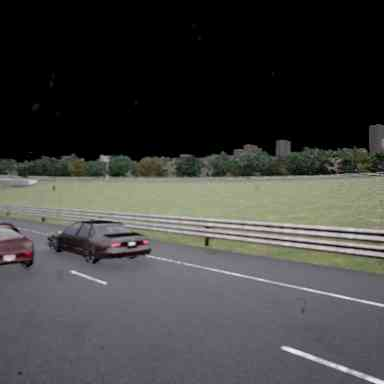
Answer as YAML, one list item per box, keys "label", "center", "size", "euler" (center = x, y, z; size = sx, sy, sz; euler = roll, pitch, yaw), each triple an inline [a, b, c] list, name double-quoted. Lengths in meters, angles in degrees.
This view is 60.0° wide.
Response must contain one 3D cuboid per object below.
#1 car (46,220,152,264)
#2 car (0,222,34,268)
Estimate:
- label: "car"
  center: [-3.810, 1.813, 12.987]
  size: [5.357, 1.411, 2.033]
  euler: [-1, -2, 45]
- label: "car"
  center: [-6.771, 1.701, 11.016]
  size: [1.812, 1.442, 4.674]
  euler: [2, -2, -45]
